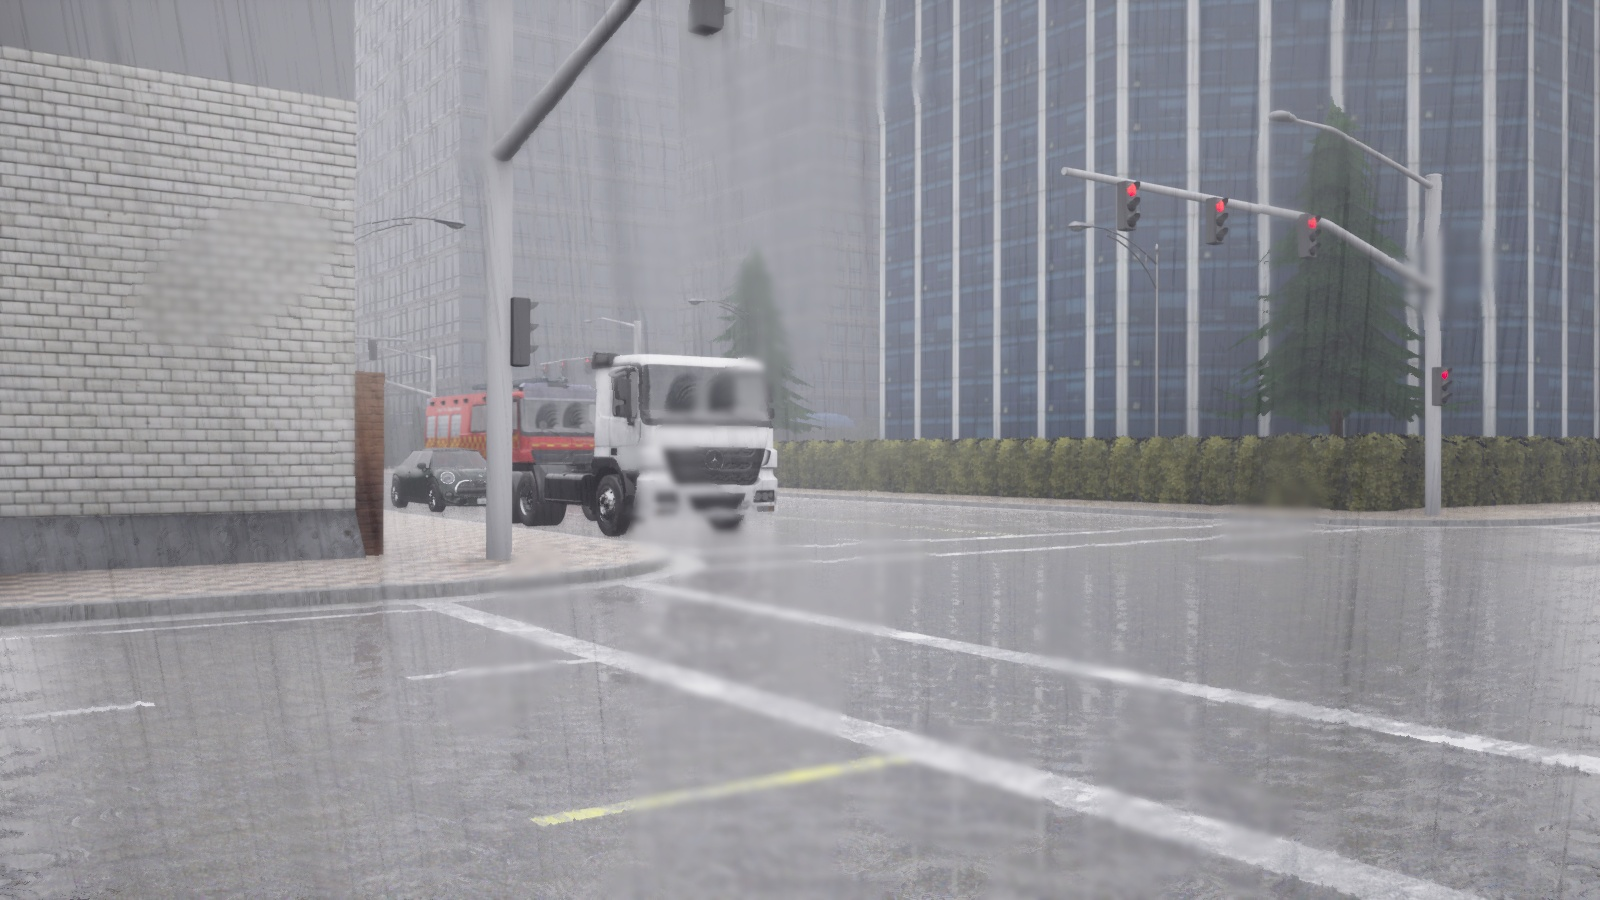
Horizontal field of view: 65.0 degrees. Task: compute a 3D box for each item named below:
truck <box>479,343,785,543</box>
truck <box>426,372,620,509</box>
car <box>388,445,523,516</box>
[{"bbox_3d":[-3.750,-0.110,25.811,2.891,3.462,7.936,0,0,-35],"label":"truck"},{"bbox_3d":[-8.854,-0.250,39.203,2.891,3.827,8.468,0,0,-35],"label":"truck"},{"bbox_3d":[-9.337,0.761,33.803,2.097,1.767,4.553,0,0,-35],"label":"car"}]
